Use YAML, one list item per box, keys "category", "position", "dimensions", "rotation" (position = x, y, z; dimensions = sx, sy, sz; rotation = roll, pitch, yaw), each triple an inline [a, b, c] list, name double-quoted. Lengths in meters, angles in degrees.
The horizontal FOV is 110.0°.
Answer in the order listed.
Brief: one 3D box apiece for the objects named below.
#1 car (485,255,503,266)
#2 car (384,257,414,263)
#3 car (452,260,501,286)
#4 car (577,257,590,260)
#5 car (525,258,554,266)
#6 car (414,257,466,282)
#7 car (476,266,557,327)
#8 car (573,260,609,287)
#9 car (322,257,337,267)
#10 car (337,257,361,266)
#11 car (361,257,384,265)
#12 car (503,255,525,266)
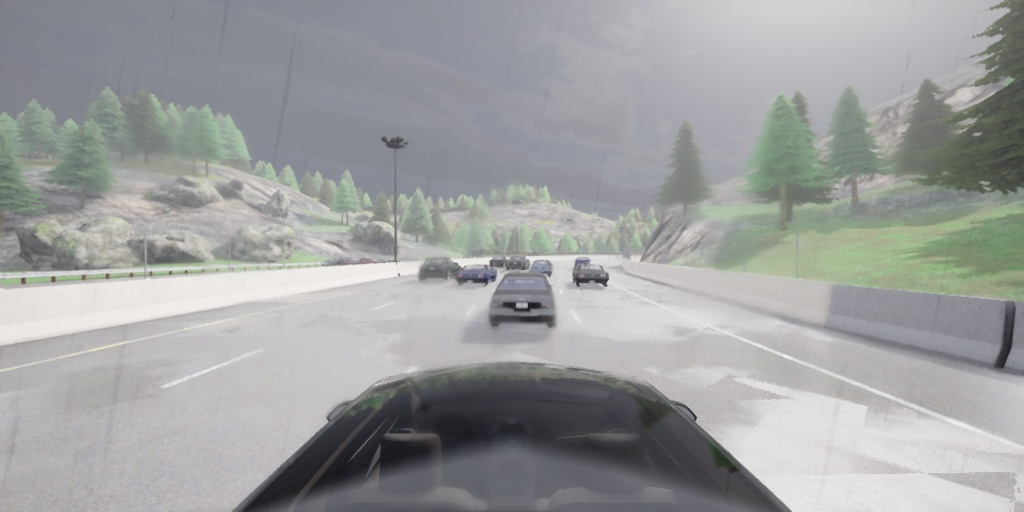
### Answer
- category: "car"
  position: [-1.524, 0.835, 46.426]
  dimensions: [1.882, 1.535, 5.008]
  rotation: [0, 0, 13]
- category: "car"
  position: [-13.028, 0.870, 43.805]
  dimensions: [2.128, 1.511, 4.902]
  rotation: [0, 1, 12]
- category: "car"
  position: [-2.128, 1.165, 22.920]
  dimensions: [1.895, 1.301, 4.718]
  rotation: [0, 1, 6]
- category: "car"
  position: [9.077, 0.844, 45.565]
  dimensions: [1.882, 1.535, 5.008]
  rotation: [0, 0, 14]
- category: "car"
  position: [2.742, 1.029, 32.359]
  dimensions: [2.033, 1.411, 5.357]
  rotation: [0, 1, 10]
- category: "car"
  position: [-5.178, 0.882, 26.564]
  dimensions: [2.097, 1.767, 4.553]
  rotation: [0, 0, 7]
- category: "car"
  position: [0.385, 1.215, 11.138]
  dimensions: [2.033, 1.411, 5.357]
  rotation: [0, 1, 3]
- category: "car"
  position: [4.909, 1.166, 22.878]
  dimensions: [1.895, 1.301, 4.718]
  rotation: [0, 1, 7]
- category: "car"
  position: [-22.964, 0.837, 47.505]
  dimensions: [2.128, 1.511, 4.902]
  rotation: [0, 0, 13]
- category: "car"
  position: [-19.736, 0.885, 45.915]
  dimensions: [1.812, 1.442, 4.674]
  rotation: [0, 0, 12]
- category: "car"
  position: [-16.380, 0.969, 44.972]
  dimensions: [1.895, 1.301, 4.718]
  rotation: [0, 1, 12]
- category: "car"
  position: [0.797, 0.760, 40.677]
  dimensions: [2.097, 1.767, 4.553]
  rotation: [0, 0, 12]
